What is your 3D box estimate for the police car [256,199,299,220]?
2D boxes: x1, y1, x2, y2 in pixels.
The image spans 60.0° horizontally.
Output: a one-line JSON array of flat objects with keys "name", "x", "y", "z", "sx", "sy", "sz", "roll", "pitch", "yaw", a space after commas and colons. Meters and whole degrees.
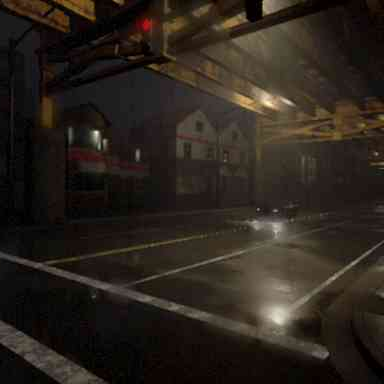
[{"name": "police car", "x": 6.955, "y": 1.348, "z": 27.054, "sx": 2.038, "sy": 1.542, "sz": 4.974, "roll": 1, "pitch": 1, "yaw": 38}]
